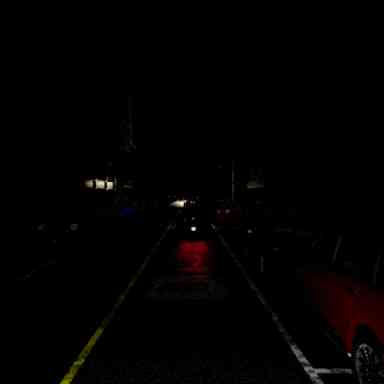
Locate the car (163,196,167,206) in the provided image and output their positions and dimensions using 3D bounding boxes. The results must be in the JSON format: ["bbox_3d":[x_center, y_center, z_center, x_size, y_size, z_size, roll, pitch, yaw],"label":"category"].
[{"bbox_3d":[-5.840,1.575,55.458,2.192,1.841,5.009,0,0,0],"label":"car"}]

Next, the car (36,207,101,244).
[{"bbox_3d":[-5.786,1.513,16.001,1.967,1.590,4.097,0,0,0],"label":"car"}]

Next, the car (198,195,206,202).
[{"bbox_3d":[2.640,1.751,89.291,2.192,1.841,5.009,0,0,0],"label":"car"}]

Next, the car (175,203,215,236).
[{"bbox_3d":[0.075,1.590,18.979,1.837,1.490,4.892,0,0,0],"label":"car"}]

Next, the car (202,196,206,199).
[{"bbox_3d":[2.687,1.842,55.474,1.802,1.307,4.206,0,0,0],"label":"car"}]

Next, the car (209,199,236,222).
[{"bbox_3d":[2.724,1.564,27.293,1.967,1.590,4.097,0,0,0],"label":"car"}]

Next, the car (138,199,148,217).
[{"bbox_3d":[-5.808,1.674,32.741,1.752,1.417,4.829,0,0,0],"label":"car"}]

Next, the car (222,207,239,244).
[{"bbox_3d":[2.739,1.638,16.020,1.947,1.339,4.313,0,0,0],"label":"car"}]

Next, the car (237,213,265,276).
[{"bbox_3d":[2.747,1.592,10.384,1.887,1.381,4.507,0,0,0],"label":"car"}]

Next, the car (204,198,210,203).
[{"bbox_3d":[2.709,1.742,38.565,1.947,1.339,4.313,0,0,0],"label":"car"}]

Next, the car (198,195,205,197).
[{"bbox_3d":[2.664,1.927,72.383,1.802,1.307,4.206,0,0,0],"label":"car"}]

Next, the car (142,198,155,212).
[{"bbox_3d":[-5.816,1.727,38.546,2.008,1.369,4.403,0,0,0],"label":"car"}]

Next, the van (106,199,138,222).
[{"bbox_3d":[-5.802,1.465,27.275,1.690,1.788,3.998,0,0,0],"label":"van"}]

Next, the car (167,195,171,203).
[{"bbox_3d":[-5.854,1.882,66.729,1.947,1.339,4.313,0,0,0],"label":"car"}]

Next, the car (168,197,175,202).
[{"bbox_3d":[-5.891,2.051,94.912,1.802,1.307,4.206,0,0,0],"label":"car"}]

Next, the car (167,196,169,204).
[{"bbox_3d":[-5.846,1.854,61.093,1.947,1.339,4.313,0,0,0],"label":"car"}]

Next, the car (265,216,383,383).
[{"bbox_3d":[2.753,1.337,4.749,2.192,1.841,5.009,0,0,0],"label":"car"}]

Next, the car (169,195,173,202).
[{"bbox_3d":[-5.861,1.896,72.366,2.008,1.369,4.403,0,0,0],"label":"car"}]

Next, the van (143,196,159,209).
[{"bbox_3d":[-5.824,1.545,44.184,1.690,1.788,3.998,0,0,0],"label":"van"}]

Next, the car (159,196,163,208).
[{"bbox_3d":[-5.832,1.672,49.820,1.967,1.590,4.097,0,0,0],"label":"car"}]

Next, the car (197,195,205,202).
[{"bbox_3d":[2.632,1.783,94.928,2.192,1.841,5.009,0,0,0],"label":"car"}]

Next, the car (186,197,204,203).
[{"bbox_3d":[0.051,1.647,37.125,1.882,1.535,5.008,0,0,0],"label":"car"}]
